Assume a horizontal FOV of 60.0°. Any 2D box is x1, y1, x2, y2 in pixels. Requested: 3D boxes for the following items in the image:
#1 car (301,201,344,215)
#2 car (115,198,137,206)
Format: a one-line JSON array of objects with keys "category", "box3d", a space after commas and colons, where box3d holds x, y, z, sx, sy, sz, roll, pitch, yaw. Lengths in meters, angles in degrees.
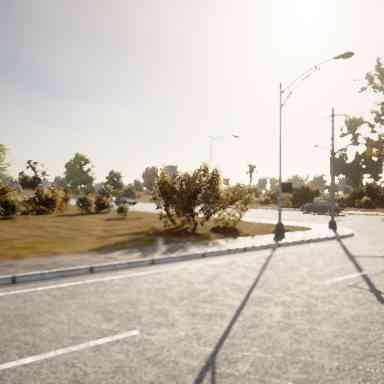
[{"category": "car", "box3d": [14.502, 1.720, 37.229, 1.812, 1.442, 4.674, 0, 0, -39]}, {"category": "car", "box3d": [-11.703, 1.712, 58.706, 2.033, 1.411, 5.357, 0, 0, -39]}]
